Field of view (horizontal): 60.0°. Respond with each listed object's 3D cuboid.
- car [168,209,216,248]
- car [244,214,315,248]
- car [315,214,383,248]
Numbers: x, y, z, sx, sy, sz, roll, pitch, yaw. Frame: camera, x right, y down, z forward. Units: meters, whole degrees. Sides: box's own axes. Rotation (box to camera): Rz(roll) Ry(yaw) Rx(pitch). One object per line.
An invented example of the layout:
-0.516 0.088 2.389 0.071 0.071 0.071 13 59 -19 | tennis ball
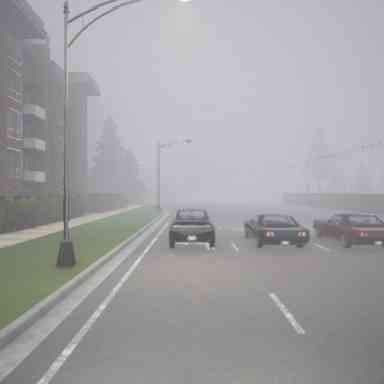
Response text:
0.000 1.492 14.650 2.128 1.511 4.902 0 0 0 | car
3.500 1.613 14.680 1.895 1.301 4.718 0 0 0 | car
7.000 1.614 14.680 1.895 1.301 4.718 0 0 0 | car
